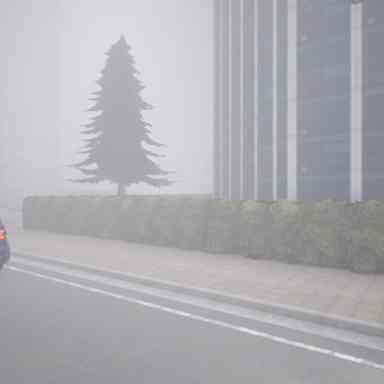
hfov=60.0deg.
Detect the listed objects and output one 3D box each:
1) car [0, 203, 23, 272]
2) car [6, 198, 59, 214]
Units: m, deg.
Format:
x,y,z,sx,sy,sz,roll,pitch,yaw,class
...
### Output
x,y,z,sx,sy,sz,roll,pitch,yaw,class
-7.178,1.217,9.072,5.566,2.045,2.150,0,0,35,car
-17.678,1.531,37.076,2.128,1.511,4.902,0,0,35,car
